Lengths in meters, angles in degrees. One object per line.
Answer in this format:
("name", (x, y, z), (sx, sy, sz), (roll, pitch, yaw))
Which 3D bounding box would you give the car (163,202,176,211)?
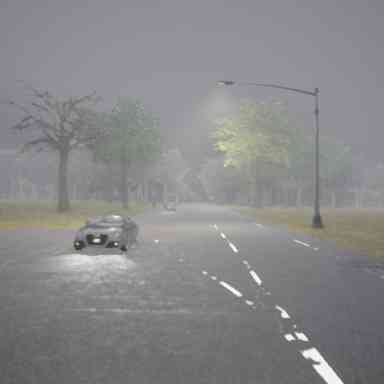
("car", (-3.492, 2.315, 53.132), (2.128, 1.511, 4.902), (0, -1, 0))

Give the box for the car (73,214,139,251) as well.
("car", (-3.472, 1.632, 14.136), (1.994, 1.385, 4.181), (1, -2, 0))
